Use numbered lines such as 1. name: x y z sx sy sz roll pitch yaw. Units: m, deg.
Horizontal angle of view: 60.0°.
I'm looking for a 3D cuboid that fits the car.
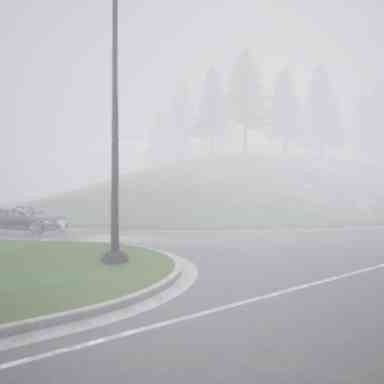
1. car: -9.049 1.491 18.086 4.902 1.511 2.128 0 0 18
